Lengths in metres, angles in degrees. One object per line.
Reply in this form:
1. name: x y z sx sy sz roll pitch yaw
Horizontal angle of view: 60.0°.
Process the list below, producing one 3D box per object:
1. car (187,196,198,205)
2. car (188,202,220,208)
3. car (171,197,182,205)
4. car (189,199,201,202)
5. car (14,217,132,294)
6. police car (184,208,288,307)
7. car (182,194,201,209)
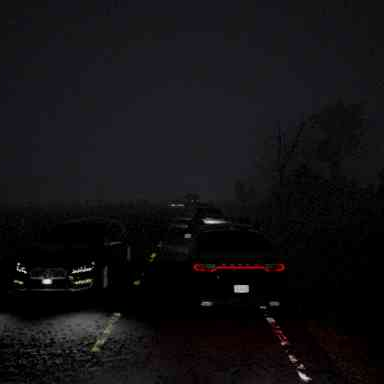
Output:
1. car: 0.081 1.534 60.583 1.882 1.535 5.008 0 0 0
2. car: 0.850 1.508 18.076 1.837 1.490 4.892 0 0 0
3. car: -2.669 1.619 60.043 1.994 1.385 4.181 0 0 0
4. car: 0.858 1.511 24.076 1.837 1.490 4.892 0 0 0
5. car: -2.840 1.505 8.955 1.837 1.490 4.892 0 0 0
6. police car: 0.837 1.426 8.186 1.930 1.638 5.238 0 0 0
7. car: 0.099 1.250 45.969 2.150 2.045 5.566 0 0 1
